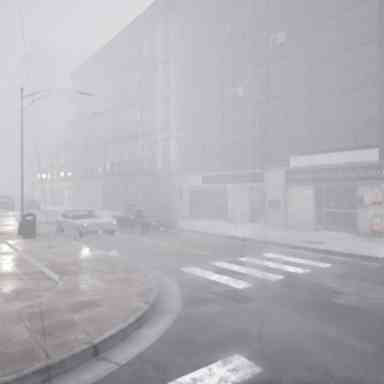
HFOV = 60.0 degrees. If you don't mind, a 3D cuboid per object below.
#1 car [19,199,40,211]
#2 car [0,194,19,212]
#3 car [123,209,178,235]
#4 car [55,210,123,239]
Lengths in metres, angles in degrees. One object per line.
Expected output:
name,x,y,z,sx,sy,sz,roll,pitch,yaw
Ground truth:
car,-20.269,1.584,41.320,1.837,1.490,4.892,0,0,-38
car,-22.777,1.312,39.851,2.150,2.045,5.566,0,0,-37
car,-2.897,1.619,18.957,1.895,1.301,4.718,0,0,-38
car,-5.762,1.630,17.836,1.895,1.301,4.718,0,0,-38
